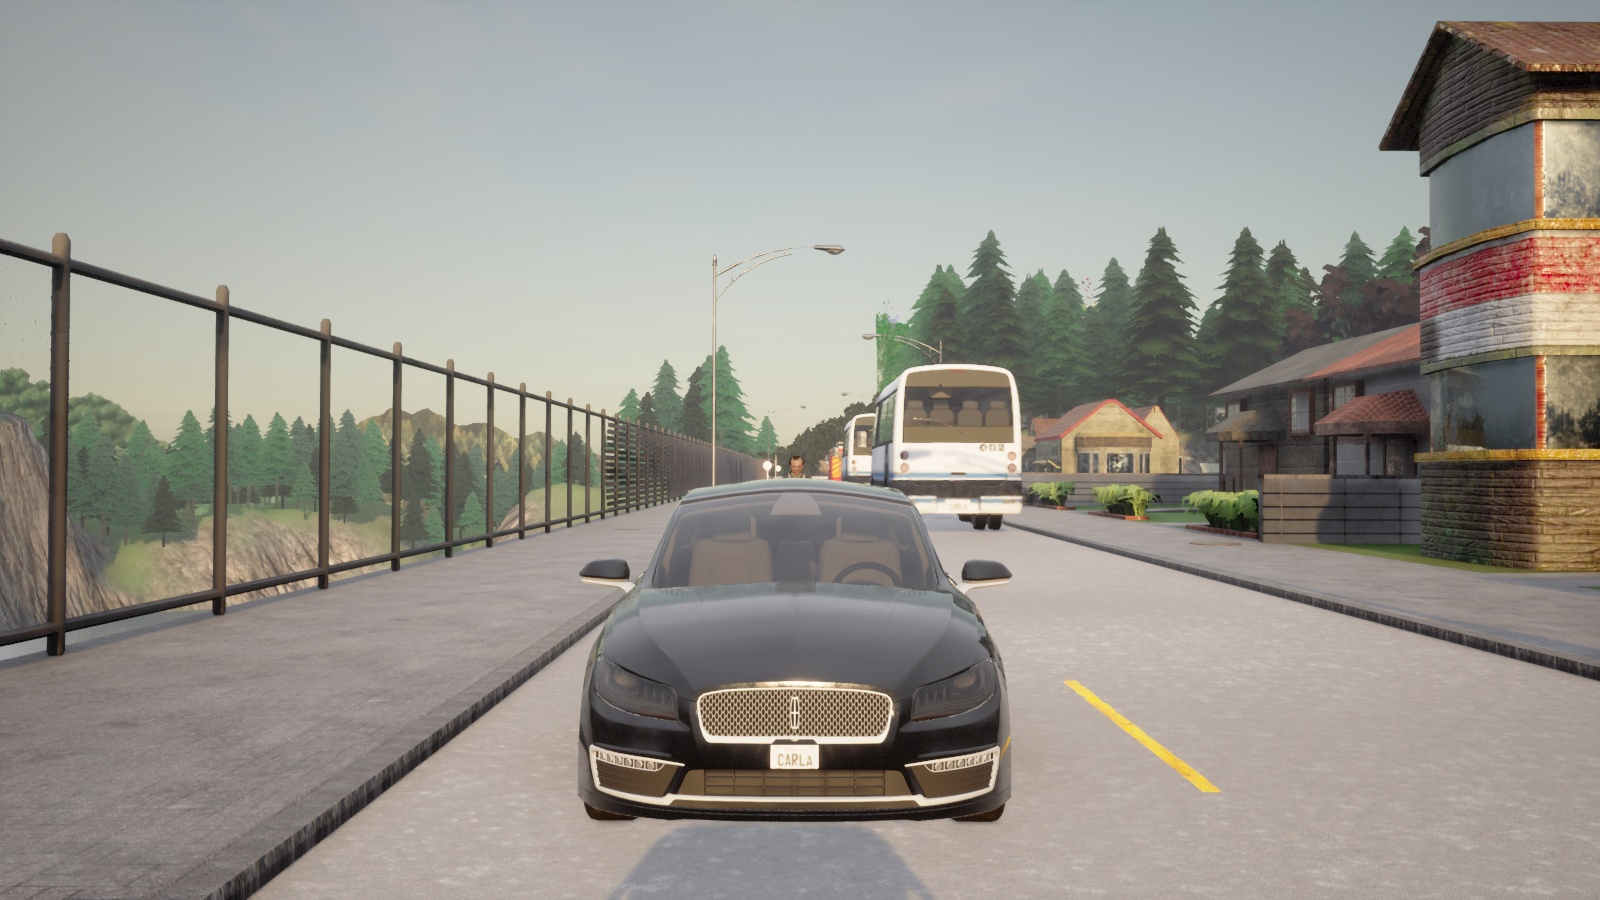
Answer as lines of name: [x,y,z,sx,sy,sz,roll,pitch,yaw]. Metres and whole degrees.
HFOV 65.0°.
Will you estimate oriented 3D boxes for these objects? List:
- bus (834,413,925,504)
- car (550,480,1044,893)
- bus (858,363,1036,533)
bus: [3.844,0.491,63.758,3.944,4.253,10.273,0,-1,0]
car: [-0.017,0.939,7.131,1.837,1.490,4.892,0,-1,0]
bus: [3.908,0.036,36.622,3.944,4.253,10.273,0,-1,0]
